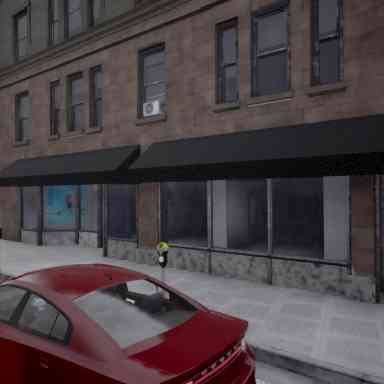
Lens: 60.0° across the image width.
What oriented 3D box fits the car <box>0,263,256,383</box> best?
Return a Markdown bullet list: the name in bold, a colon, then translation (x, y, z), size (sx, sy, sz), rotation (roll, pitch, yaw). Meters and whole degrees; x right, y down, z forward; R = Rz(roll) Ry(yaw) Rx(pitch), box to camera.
- **car**: translation (-1.497, 1.546, 3.916), size (4.507, 1.381, 1.887), rotation (0, 0, 35)
